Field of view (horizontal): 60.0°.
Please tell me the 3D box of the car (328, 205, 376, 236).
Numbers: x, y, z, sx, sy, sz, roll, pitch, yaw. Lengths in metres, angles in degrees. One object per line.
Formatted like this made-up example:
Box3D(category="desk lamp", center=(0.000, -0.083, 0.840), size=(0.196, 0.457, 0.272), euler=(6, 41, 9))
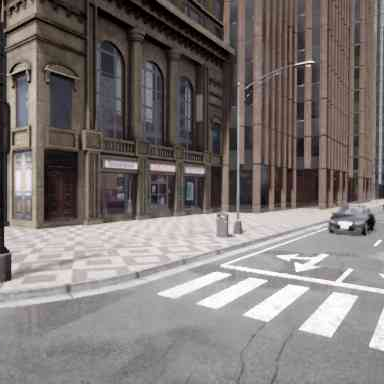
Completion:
Box3D(category="car", center=(9.110, 1.507, 18.775), size=(2.128, 1.511, 4.902), euler=(1, 0, 35))
